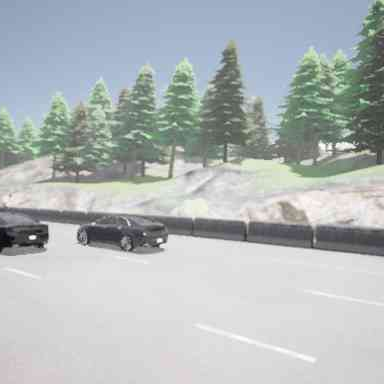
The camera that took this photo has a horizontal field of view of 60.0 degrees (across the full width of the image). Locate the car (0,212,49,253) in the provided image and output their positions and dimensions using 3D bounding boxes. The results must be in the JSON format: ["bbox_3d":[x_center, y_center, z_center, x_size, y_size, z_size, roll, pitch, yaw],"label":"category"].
[{"bbox_3d":[-8.202,1.625,14.471,5.008,1.535,1.882,0,-1,37],"label":"car"}]

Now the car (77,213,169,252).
[{"bbox_3d":[-3.264,1.741,15.137,4.892,1.490,1.837,0,-1,37],"label":"car"}]
